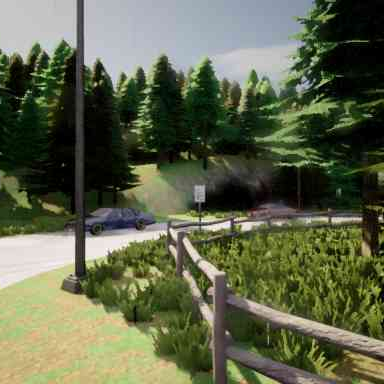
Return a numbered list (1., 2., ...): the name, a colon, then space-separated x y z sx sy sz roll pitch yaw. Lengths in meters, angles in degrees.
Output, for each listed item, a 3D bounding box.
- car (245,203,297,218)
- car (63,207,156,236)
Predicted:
1. car: 6.331 1.591 26.566 4.181 1.385 1.994 0 0 -19
2. car: -4.523 1.574 19.156 2.033 1.411 5.357 0 0 41
